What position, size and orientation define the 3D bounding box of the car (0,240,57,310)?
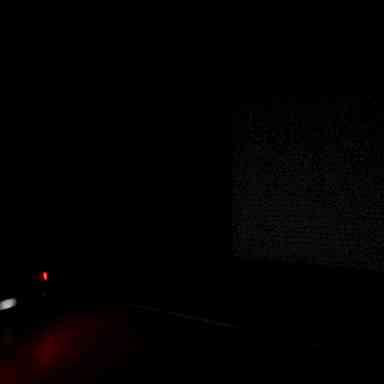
[{"bbox_3d":[-4.984,1.581,6.679,4.718,1.301,1.895,0,0,31],"label":"car"}]
